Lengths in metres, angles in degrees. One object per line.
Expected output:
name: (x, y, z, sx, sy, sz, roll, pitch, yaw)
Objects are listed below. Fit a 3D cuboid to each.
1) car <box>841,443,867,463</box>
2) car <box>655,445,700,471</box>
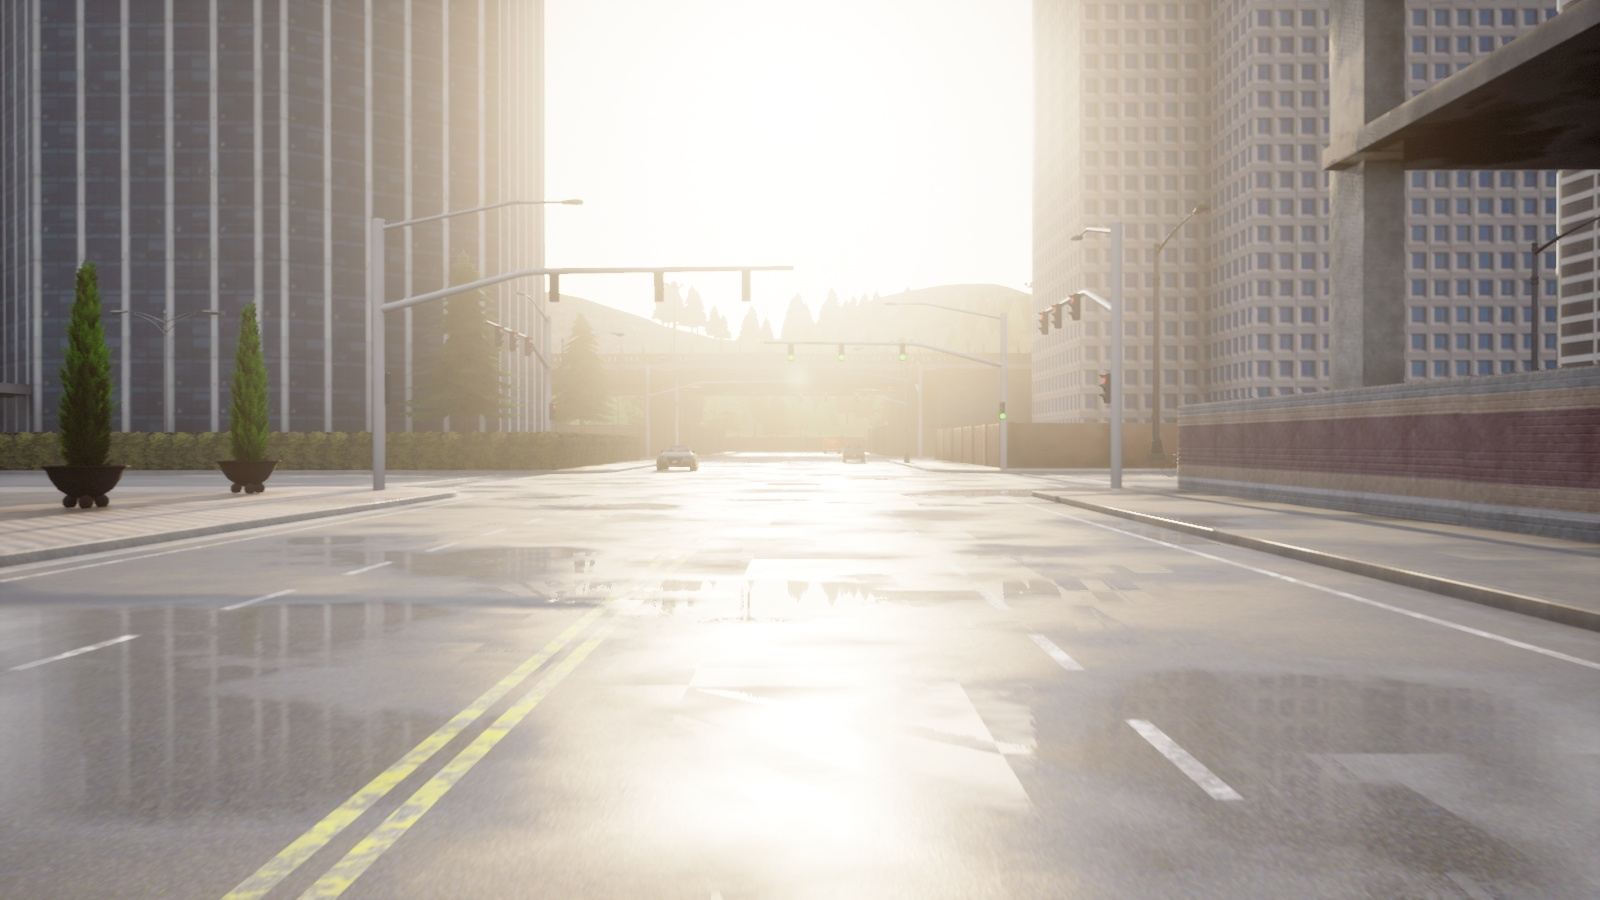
car: (4.063, 0.227, 95.197, 1.845, 1.501, 3.633, 0, 0, 0)
car: (-6.594, 0.422, 68.029, 1.994, 1.385, 4.181, 0, 0, 0)
